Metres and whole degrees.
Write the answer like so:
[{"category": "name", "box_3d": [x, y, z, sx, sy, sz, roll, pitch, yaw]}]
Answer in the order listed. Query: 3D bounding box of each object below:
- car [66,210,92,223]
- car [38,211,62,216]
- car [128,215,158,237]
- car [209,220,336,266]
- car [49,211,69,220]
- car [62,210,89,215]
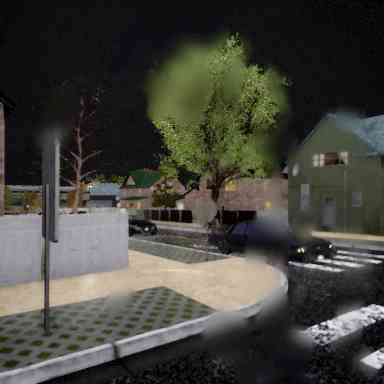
[{"category": "car", "box_3d": [-14.814, 3.116, 43.374, 1.882, 1.535, 5.008, 1, -3, -35]}, {"category": "car", "box_3d": [-20.010, 3.344, 45.885, 2.128, 1.511, 4.902, 1, -3, -35]}, {"category": "car", "box_3d": [-4.065, 2.306, 23.141, 1.994, 1.385, 4.181, 0, -3, -35]}, {"category": "car", "box_3d": [2.769, 1.828, 13.010, 2.033, 1.411, 5.357, 0, -2, -31]}, {"category": "car", "box_3d": [-20.663, 3.637, 51.578, 1.895, 1.301, 4.718, 1, -3, -35]}, {"category": "car", "box_3d": [-11.163, 2.715, 33.195, 1.837, 1.490, 4.892, 1, -2, -35]}]
